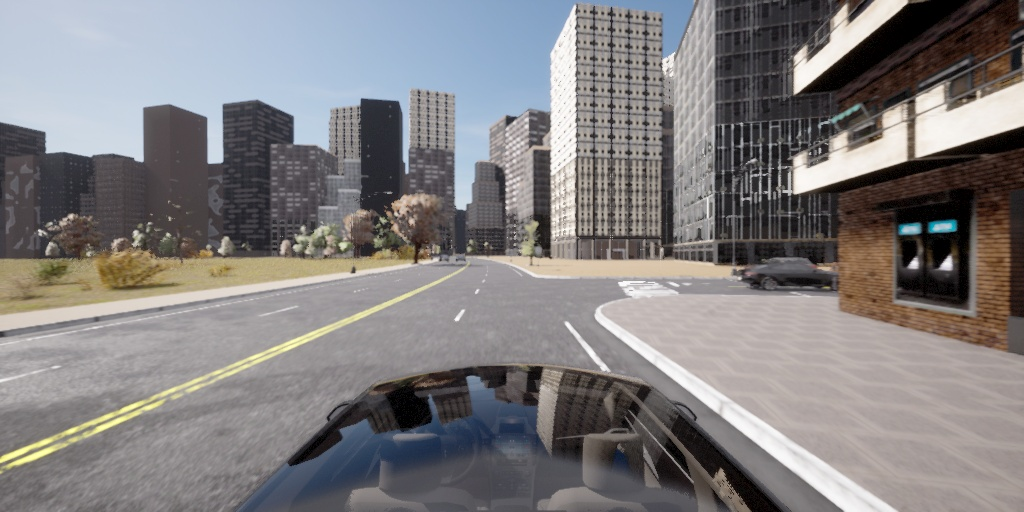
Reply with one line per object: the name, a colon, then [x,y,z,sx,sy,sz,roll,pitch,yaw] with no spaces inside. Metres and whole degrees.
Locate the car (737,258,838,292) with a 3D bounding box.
car: [14.045,0.977,18.064,4.674,1.442,1.812,0,0,14]
